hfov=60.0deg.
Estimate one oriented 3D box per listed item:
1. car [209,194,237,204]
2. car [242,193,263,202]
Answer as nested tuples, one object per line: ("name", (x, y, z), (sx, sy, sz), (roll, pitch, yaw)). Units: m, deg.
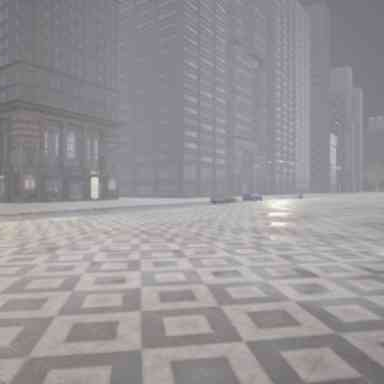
("car", (4.572, 1.041, 47.836), (2.033, 1.411, 5.357), (0, 1, 36))
("car", (10.191, 0.884, 55.809), (1.882, 1.535, 5.008), (0, 1, 35))
